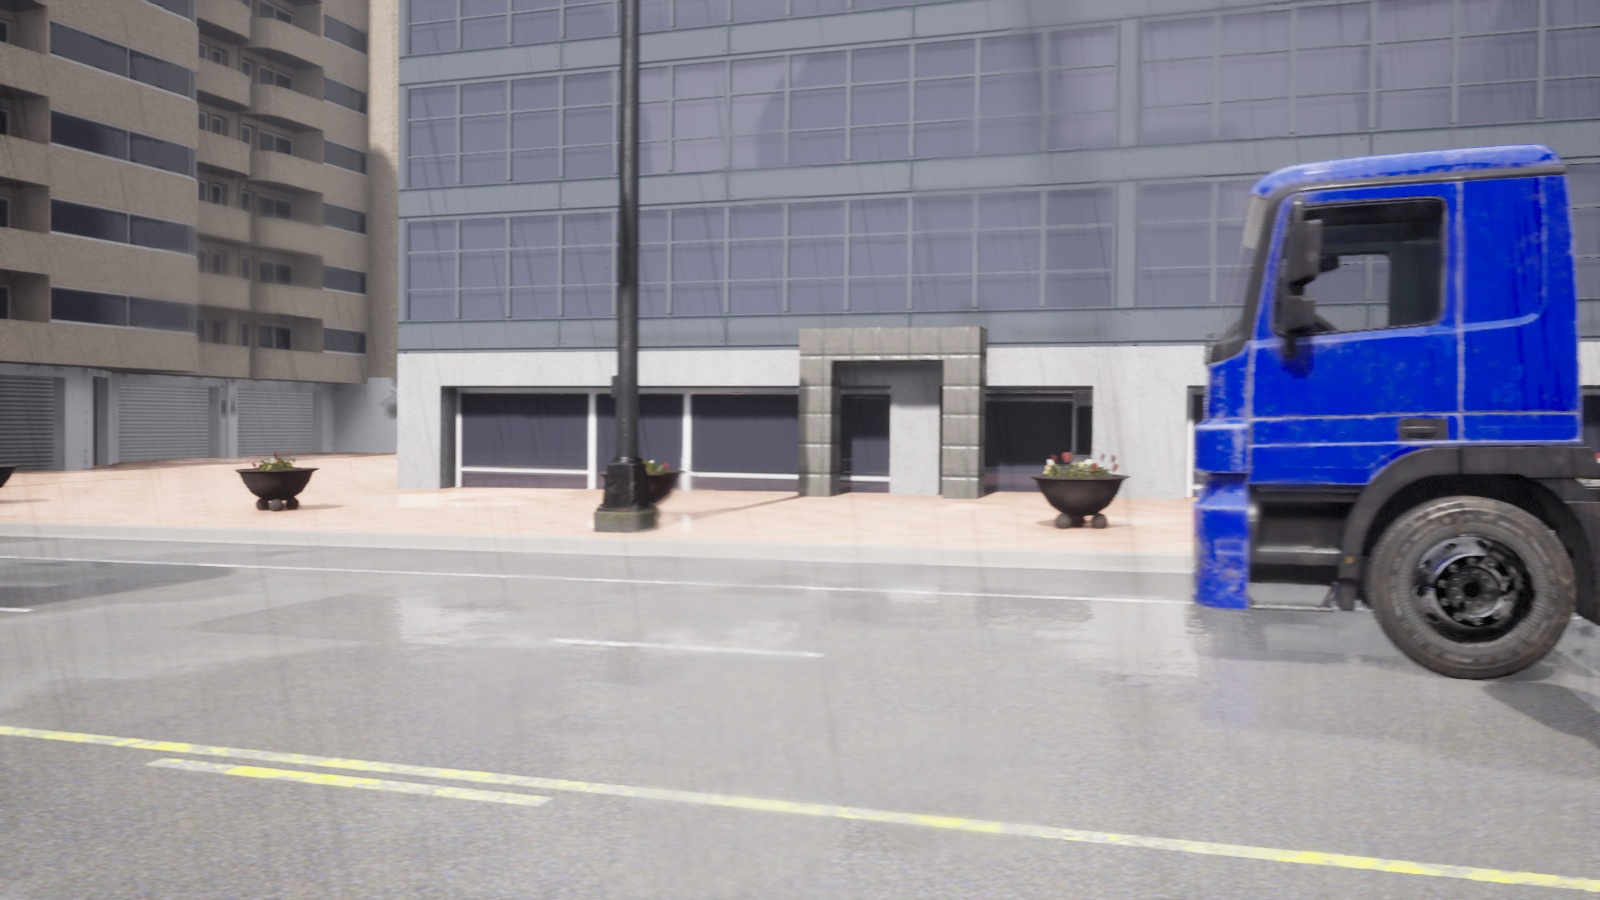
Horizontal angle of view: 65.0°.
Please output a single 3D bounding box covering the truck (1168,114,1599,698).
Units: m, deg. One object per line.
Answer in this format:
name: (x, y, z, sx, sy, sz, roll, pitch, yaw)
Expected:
truck: (6.648, -0.263, 8.327, 7.936, 3.462, 2.891, 1, 1, 19)
